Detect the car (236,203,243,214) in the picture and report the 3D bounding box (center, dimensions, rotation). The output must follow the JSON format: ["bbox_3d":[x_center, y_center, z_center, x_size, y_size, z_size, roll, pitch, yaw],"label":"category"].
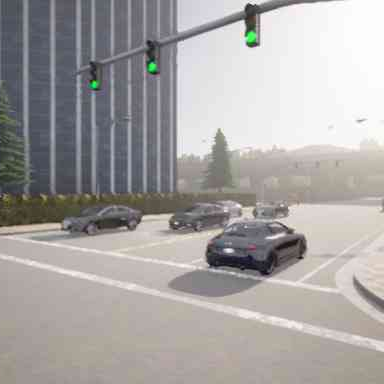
[{"bbox_3d":[2.903,1.515,29.599,1.812,1.442,4.674,0,1,36],"label":"car"}]

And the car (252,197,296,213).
[{"bbox_3d":[7.006,1.479,29.297,2.128,1.511,4.902,0,0,36],"label":"car"}]

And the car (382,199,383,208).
[{"bbox_3d":[25.207,1.179,40.628,5.566,2.045,2.150,-1,0,-42],"label":"car"}]

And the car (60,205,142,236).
[{"bbox_3d":[-4.980,1.488,18.804,2.128,1.511,4.902,0,0,36],"label":"car"}]

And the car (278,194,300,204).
[{"bbox_3d":[12.044,0.950,42.017,2.097,1.767,4.553,0,0,36],"label":"car"}]

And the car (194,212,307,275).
[{"bbox_3d":[2.175,1.559,10.621,1.994,1.385,4.181,0,0,36],"label":"car"}]

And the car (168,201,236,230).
[{"bbox_3d":[0.536,1.498,20.430,1.837,1.490,4.892,0,0,36],"label":"car"}]
